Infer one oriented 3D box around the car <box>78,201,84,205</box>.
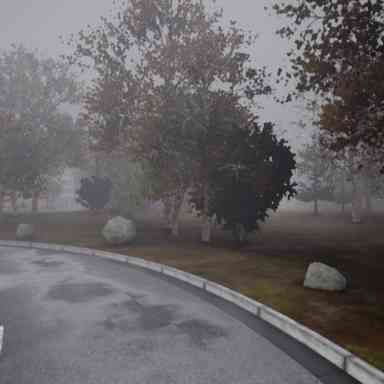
[{"bbox_3d":[-29.251,2.834,88.131,2.033,1.411,5.357,0,-1,-31],"label":"car"}]
